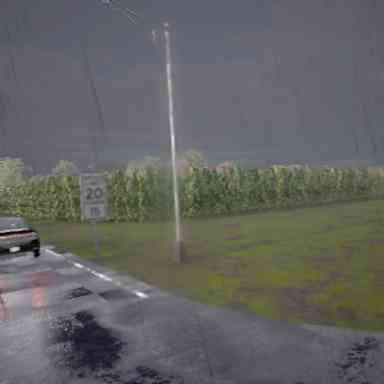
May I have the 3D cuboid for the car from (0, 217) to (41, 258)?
[{"bbox_3d":[-7.284,1.749,12.979,2.128,1.511,4.902,-4,1,-36],"label":"car"}]
